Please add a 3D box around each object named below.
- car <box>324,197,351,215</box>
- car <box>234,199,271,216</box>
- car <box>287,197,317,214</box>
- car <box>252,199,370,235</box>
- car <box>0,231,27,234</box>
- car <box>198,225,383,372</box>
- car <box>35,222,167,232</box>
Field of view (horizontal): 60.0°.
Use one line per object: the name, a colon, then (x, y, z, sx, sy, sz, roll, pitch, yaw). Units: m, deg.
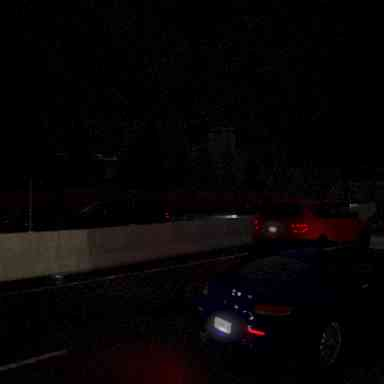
car: (16.264, 1.475, 37.137, 2.097, 1.767, 4.553, 0, 0, 32)
car: (6.527, 1.598, 35.347, 1.882, 1.535, 5.008, 0, 0, 37)
car: (12.669, 1.479, 38.056, 2.097, 1.767, 4.553, 0, 0, 33)
car: (4.531, 1.263, 12.225, 5.566, 2.045, 2.150, 0, 0, -42)
car: (-7.871, 1.561, 15.796, 4.892, 1.490, 1.837, 0, 0, -38)
car: (2.201, 1.546, 5.689, 4.674, 1.442, 1.812, 0, 0, -38)
car: (-3.570, 1.273, 14.724, 5.566, 2.045, 2.150, 0, 0, -40)
